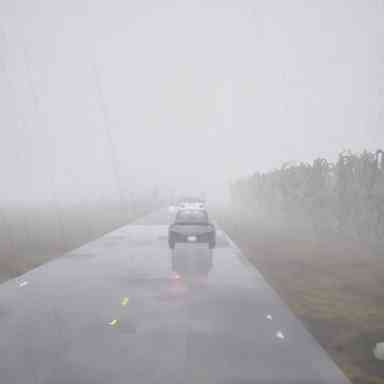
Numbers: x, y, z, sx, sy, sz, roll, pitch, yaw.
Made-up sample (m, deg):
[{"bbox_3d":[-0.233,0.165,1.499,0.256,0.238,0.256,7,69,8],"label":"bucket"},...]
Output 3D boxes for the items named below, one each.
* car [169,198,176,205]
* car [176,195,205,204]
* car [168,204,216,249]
[{"bbox_3d":[-2.750,1.709,56.892,2.128,1.511,4.902,0,0,0],"label":"car"},{"bbox_3d":[0.000,1.315,29.683,2.150,2.045,5.566,0,0,0],"label":"car"},{"bbox_3d":[0.000,1.511,14.651,2.128,1.511,4.902,0,0,0],"label":"car"}]
